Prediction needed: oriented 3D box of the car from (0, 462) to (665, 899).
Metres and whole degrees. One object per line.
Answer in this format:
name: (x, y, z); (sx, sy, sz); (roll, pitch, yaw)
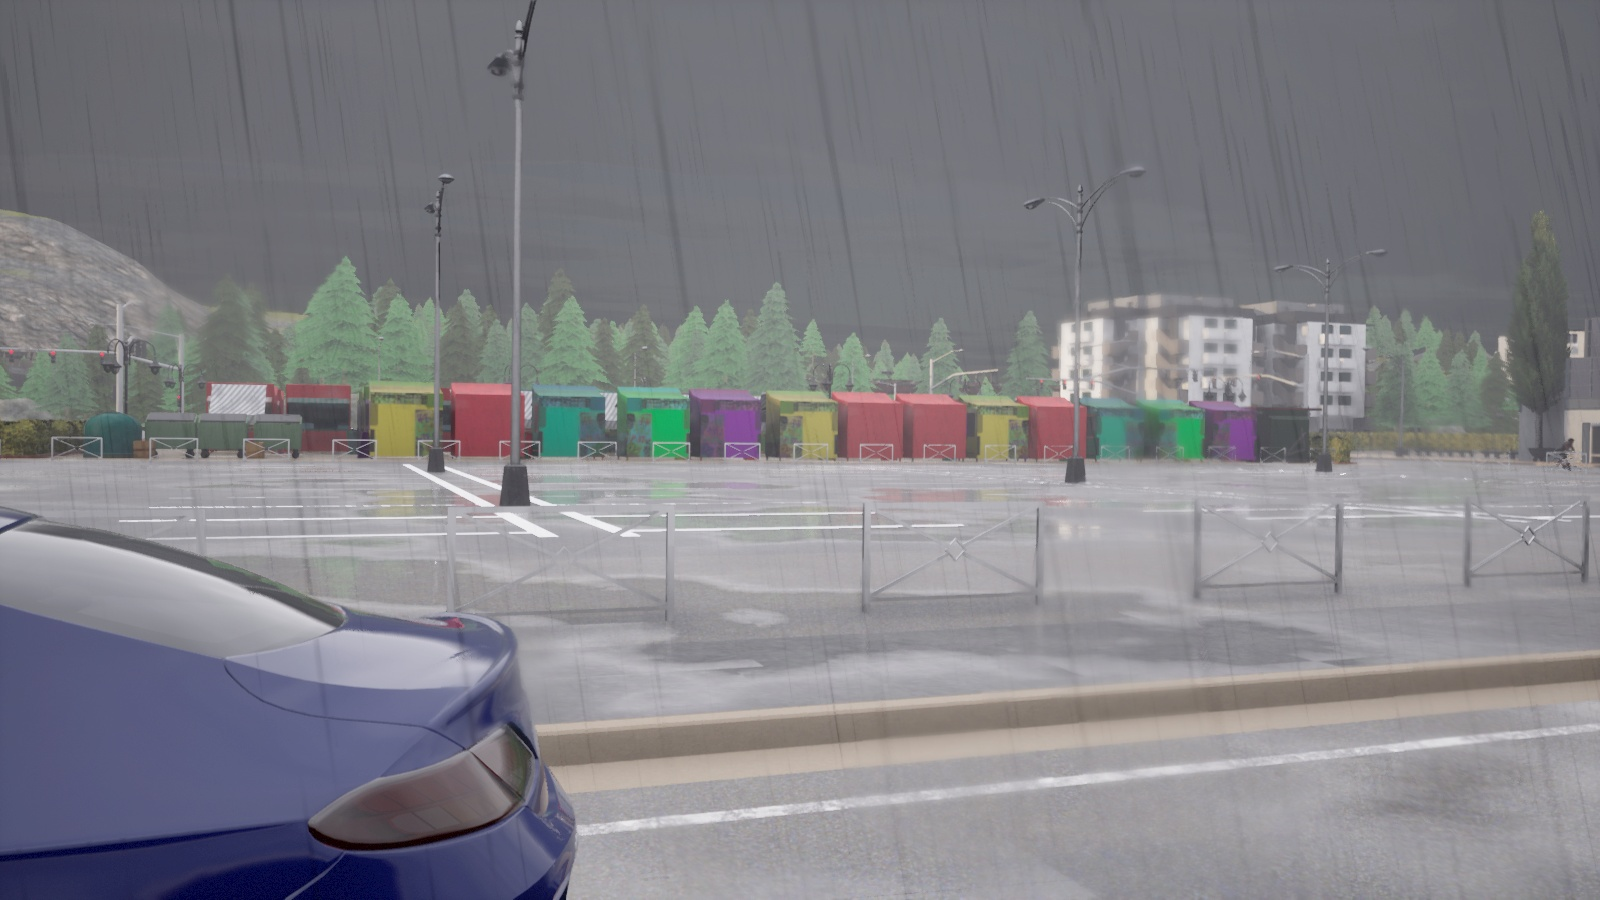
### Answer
car: (-2.740, 0.817, 2.199); (4.674, 1.442, 1.812); (-1, 1, -21)
